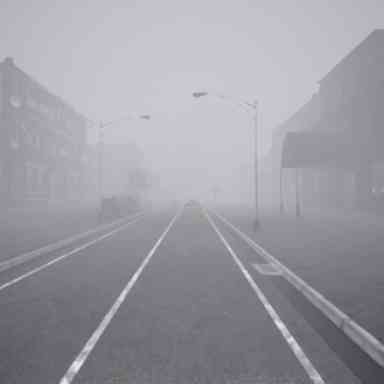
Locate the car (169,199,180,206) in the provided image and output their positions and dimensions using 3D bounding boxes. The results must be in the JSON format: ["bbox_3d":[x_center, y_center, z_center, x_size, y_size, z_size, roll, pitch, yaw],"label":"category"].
[{"bbox_3d":[-3.041,1.885,60.597,1.895,1.301,4.718,0,0,1],"label":"car"}]

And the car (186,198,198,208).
[{"bbox_3d":[0.000,1.758,55.034,1.837,1.490,4.892,0,0,0],"label":"car"}]

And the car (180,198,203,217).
[{"bbox_3d":[0.069,1.559,32.189,1.801,1.575,5.366,0,0,0],"label":"car"}]
